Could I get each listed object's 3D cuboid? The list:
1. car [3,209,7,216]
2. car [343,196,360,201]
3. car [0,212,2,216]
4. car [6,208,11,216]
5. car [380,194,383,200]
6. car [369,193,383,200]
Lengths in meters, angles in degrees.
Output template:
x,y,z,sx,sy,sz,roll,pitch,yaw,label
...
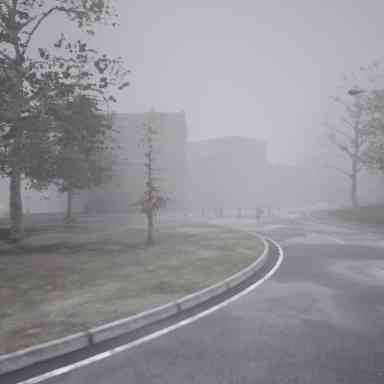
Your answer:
x,y,z,sx,sy,sz,roll,pitch,yaw,label
-36.883,4.442,68.468,2.163,1.488,4.792,0,-4,-34,car
32.699,1.468,68.171,4.718,1.301,1.895,-2,0,-44,car
-46.006,5.702,82.210,2.002,1.452,4.674,0,-4,-34,car
-33.837,4.037,63.910,2.002,1.452,4.674,2,-5,-33,car
43.495,1.110,74.093,5.357,1.411,2.033,-2,0,-44,car
44.098,1.052,79.194,4.902,1.511,2.128,-2,0,-44,car
